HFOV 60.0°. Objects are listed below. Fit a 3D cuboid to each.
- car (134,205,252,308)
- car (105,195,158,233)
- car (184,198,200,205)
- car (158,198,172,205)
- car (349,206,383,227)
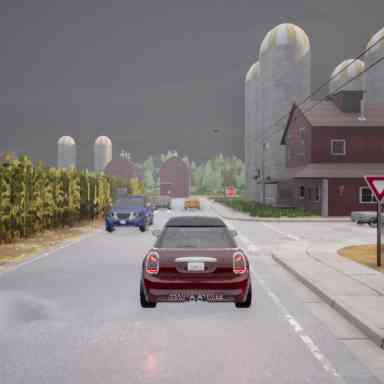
[{"bbox_3d":[0.075,1.352,8.082,2.097,1.767,4.553,0,0,0],"label":"car"},{"bbox_3d":[-3.626,1.221,20.208,2.150,2.045,5.566,0,0,0],"label":"car"},{"bbox_3d":[-0.058,1.478,44.133,1.882,1.535,5.008,0,0,-4],"label":"car"},{"bbox_3d":[-3.573,1.507,41.978,1.837,1.490,4.892,0,-1,0],"label":"car"},{"bbox_3d":[12.935,1.574,21.717,4.718,1.301,1.895,0,0,-1],"label":"car"}]
